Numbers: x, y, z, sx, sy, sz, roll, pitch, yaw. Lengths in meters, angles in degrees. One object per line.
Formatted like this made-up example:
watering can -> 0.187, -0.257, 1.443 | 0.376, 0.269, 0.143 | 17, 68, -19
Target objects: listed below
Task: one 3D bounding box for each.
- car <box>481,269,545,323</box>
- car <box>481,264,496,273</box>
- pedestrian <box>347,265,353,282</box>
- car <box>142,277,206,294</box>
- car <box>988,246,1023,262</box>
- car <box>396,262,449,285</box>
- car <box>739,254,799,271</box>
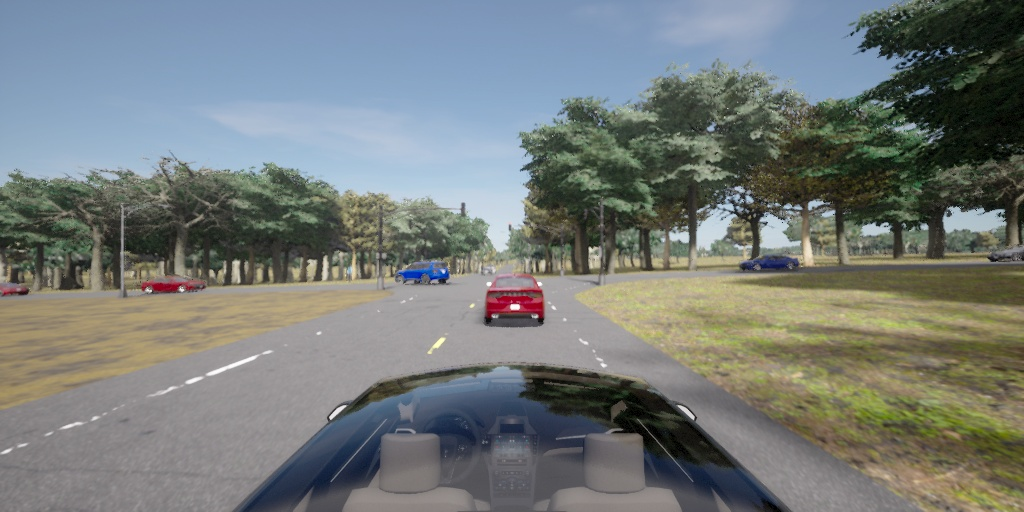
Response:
car -> 0.088, 1.376, 12.888 | 1.882, 1.535, 5.008 | 0, -1, 0
car -> -4.295, 2.566, 61.935 | 2.128, 1.511, 4.902 | 0, -2, -1
pedestrian -> -18.082, 1.921, 39.972 | 0.375, 1.860, 0.375 | 0, 1, 2
car -> -30.924, 2.623, 32.872 | 5.008, 1.535, 1.882 | -2, -1, 2
car -> 47.779, -0.206, 33.583 | 4.674, 1.442, 1.812 | -2, -1, 3
car -> -8.312, 1.607, 33.153 | 5.566, 2.045, 2.150 | -3, -2, 33
car -> 24.631, 0.634, 34.475 | 5.008, 1.535, 1.882 | -2, -1, 2
